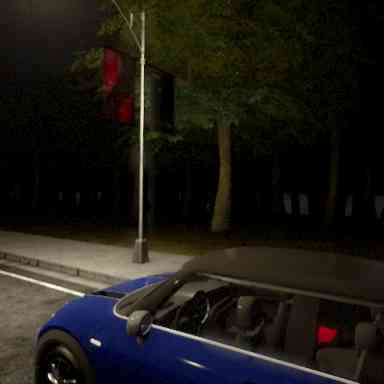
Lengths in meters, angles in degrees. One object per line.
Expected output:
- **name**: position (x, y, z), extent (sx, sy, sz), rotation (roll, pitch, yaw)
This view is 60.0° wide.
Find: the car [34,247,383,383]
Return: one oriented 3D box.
- **car**: position (0.496, 1.350, 3.202), extent (4.553, 1.767, 2.097), rotation (0, 0, 35)
